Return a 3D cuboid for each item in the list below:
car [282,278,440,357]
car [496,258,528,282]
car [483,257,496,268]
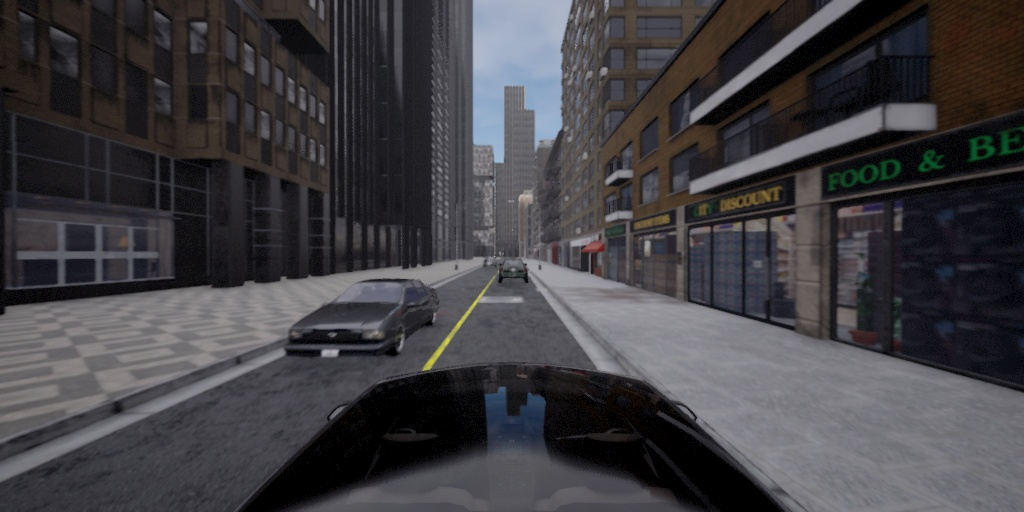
[{"bbox_3d":[-3.092,1.258,8.777,2.033,1.411,5.357,0,0,0],"label":"car"},{"bbox_3d":[0.096,0.929,26.766,2.097,1.767,4.553,0,0,0],"label":"car"},{"bbox_3d":[-3.071,0.871,50.548,2.128,1.511,4.902,0,0,0],"label":"car"}]
